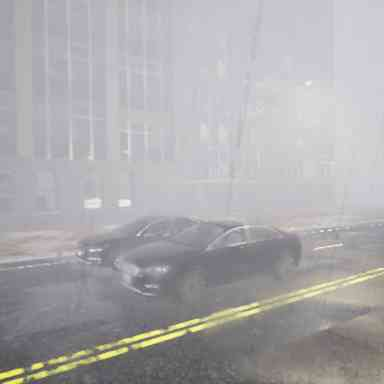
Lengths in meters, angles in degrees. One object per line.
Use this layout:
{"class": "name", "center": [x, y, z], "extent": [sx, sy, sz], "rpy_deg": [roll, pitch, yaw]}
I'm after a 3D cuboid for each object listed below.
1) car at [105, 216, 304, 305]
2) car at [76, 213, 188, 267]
{"class": "car", "center": [0.682, 1.483, 8.163], "extent": [4.902, 1.511, 2.128], "rpy_deg": [0, 0, -35]}
{"class": "car", "center": [-1.199, 1.496, 10.813], "extent": [4.892, 1.490, 1.837], "rpy_deg": [0, 0, -36]}
